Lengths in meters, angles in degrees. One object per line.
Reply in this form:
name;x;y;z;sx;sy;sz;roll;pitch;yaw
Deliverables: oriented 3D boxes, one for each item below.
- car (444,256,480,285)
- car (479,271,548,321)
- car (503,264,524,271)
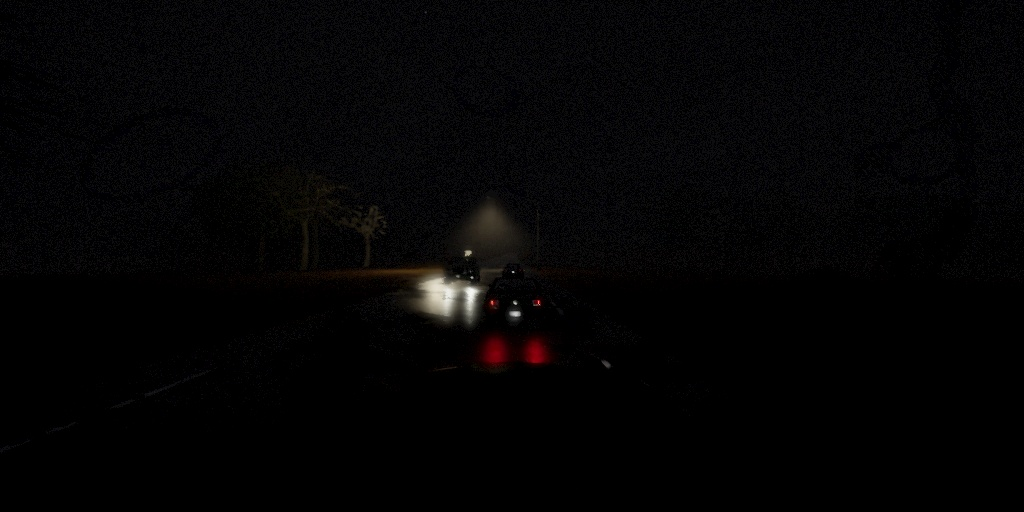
car;-3.601;1.021;26.740;2.150;2.045;5.566;0;0;0
car;0.108;1.363;12.423;1.895;1.301;4.718;0;0;0
car;0.099;1.382;33.366;1.994;1.385;4.181;0;0;0
